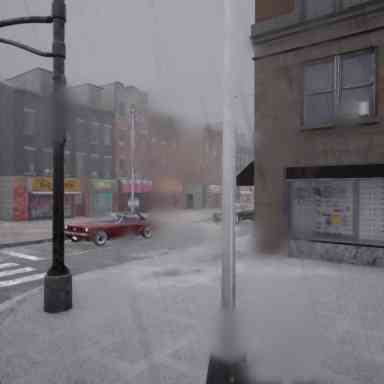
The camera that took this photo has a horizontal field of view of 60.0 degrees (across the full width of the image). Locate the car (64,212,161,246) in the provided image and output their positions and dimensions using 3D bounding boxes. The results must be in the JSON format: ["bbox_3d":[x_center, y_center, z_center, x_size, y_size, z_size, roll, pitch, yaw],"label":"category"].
[{"bbox_3d":[-3.650,1.633,15.774,1.895,1.301,4.718,0,0,35],"label":"car"}]

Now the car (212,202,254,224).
[{"bbox_3d":[3.351,1.576,25.614,1.837,1.490,4.892,0,0,35],"label":"car"}]
